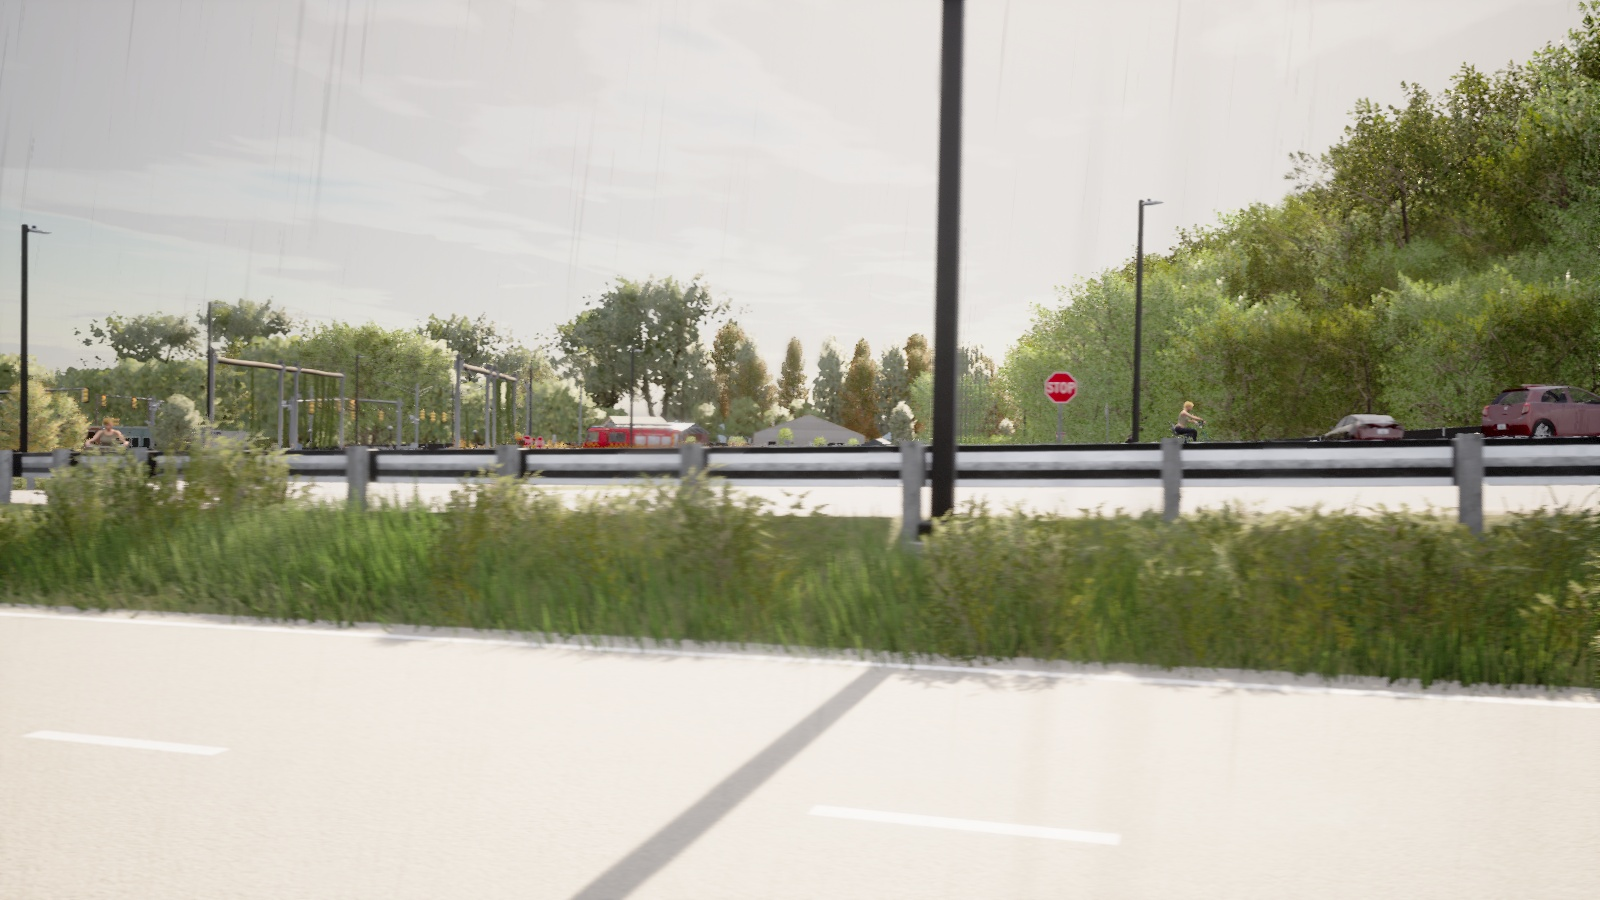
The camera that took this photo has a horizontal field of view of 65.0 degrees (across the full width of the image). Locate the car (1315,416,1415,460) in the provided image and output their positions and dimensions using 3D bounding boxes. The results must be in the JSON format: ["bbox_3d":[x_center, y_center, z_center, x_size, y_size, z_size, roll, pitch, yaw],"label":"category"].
[{"bbox_3d":[21.512,-0.413,48.067,2.163,1.488,4.792,2,-1,7],"label":"car"}]

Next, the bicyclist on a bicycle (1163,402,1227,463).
[{"bbox_3d":[10.921,-0.471,34.759,1.509,1.612,0.866,-2,-2,7],"label":"bicyclist on a bicycle"}]

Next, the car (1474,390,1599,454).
[{"bbox_3d":[19.499,-0.711,32.076,3.633,1.501,1.845,-2,0,-13],"label":"car"}]
